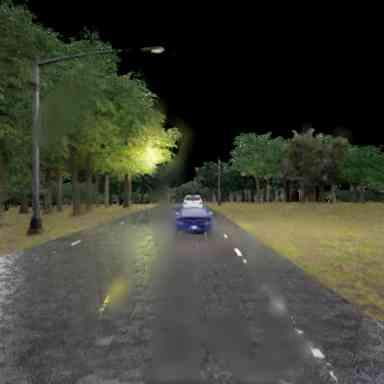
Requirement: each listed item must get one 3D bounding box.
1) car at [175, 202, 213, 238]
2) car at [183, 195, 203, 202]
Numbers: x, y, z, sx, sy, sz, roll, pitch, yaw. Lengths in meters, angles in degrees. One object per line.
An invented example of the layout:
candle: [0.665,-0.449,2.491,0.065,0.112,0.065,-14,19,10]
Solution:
car: [0.103,1.539,18.239,1.882,1.535,5.008,0,0,0]
car: [0.106,1.412,38.490,2.150,2.045,5.566,0,-1,0]
